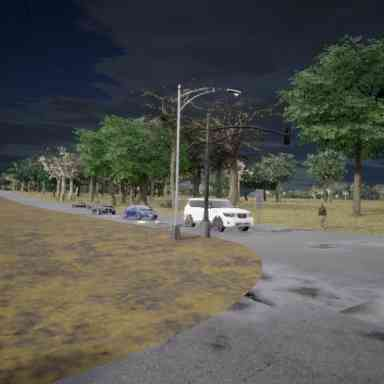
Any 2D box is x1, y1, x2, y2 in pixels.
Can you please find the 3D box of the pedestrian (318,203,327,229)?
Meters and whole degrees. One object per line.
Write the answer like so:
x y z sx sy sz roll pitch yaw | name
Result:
9.312 1.717 23.832 0.375 1.860 0.375 1 -1 -34 | pedestrian

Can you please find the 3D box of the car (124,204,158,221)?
-4.972 1.878 31.567 1.812 1.442 4.674 3 -2 -34 | car

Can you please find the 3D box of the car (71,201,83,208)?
-21.372 2.308 62.784 1.994 1.385 4.181 3 -2 -34 | car

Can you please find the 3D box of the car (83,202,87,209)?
-15.813 2.254 54.474 1.994 1.385 4.181 3 -2 -35 | car

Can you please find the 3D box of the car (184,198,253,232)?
1.539 1.422 21.633 2.150 2.045 5.566 2 -3 -32 | car

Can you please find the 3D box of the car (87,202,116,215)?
-10.759 2.012 40.223 1.994 1.385 4.181 3 -2 -34 | car
